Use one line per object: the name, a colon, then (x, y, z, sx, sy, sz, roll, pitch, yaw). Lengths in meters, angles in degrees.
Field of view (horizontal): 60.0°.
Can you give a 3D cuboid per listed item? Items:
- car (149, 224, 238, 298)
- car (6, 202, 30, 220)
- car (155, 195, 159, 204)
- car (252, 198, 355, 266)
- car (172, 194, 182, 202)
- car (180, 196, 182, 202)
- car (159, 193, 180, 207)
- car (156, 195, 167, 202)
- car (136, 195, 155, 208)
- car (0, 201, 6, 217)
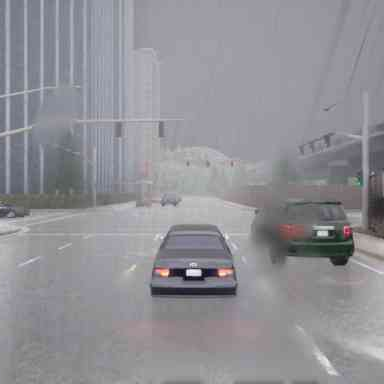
car: (0.058, 1.547, 8.683, 2.033, 1.411, 5.357, 0, 0, 1)
car: (-16.549, 1.558, 28.579, 4.892, 1.490, 1.837, 0, 0, -2)
car: (-7.039, 1.347, 62.339, 2.097, 1.767, 4.553, 0, 0, 1)
car: (3.575, 1.221, 11.716, 2.150, 2.045, 5.566, 0, 0, 1)
car: (-3.474, 1.347, 77.598, 2.097, 1.767, 4.553, 0, 0, 0)
car: (-3.534, 1.349, 63.028, 2.097, 1.767, 4.553, 0, 0, 0)
car: (-3.570, 1.218, 52.869, 2.150, 2.045, 5.566, 0, 0, 0)
car: (-6.974, 1.518, 77.507, 2.128, 1.511, 4.902, 0, 0, 0)
car: (-7.075, 1.501, 48.941, 1.837, 1.490, 4.892, 0, 0, 0)
car: (-16.997, 1.406, 24.937, 4.553, 1.767, 2.097, 0, 0, 2)
